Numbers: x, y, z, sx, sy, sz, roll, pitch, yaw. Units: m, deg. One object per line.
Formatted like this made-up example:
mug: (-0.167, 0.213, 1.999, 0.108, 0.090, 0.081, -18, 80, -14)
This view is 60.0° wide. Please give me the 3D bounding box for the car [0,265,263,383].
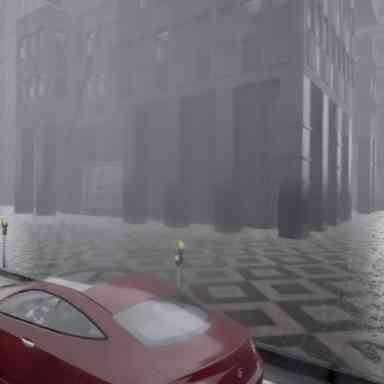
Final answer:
car: (-1.270, 1.547, 3.871, 4.206, 1.307, 1.802, 1, 0, 36)
